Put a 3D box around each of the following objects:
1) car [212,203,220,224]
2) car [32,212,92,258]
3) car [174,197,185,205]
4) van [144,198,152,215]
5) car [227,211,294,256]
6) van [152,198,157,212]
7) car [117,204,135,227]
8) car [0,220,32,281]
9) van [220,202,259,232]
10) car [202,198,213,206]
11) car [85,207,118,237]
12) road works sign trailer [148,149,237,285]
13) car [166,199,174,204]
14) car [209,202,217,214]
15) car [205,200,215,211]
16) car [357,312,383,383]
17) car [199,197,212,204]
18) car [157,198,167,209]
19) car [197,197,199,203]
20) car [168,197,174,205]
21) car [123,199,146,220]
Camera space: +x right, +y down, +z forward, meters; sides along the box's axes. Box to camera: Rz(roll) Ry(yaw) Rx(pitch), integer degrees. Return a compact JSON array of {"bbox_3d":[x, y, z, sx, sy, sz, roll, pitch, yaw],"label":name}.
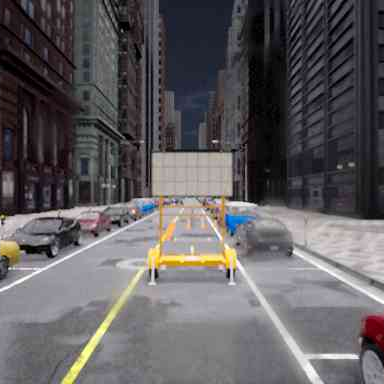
[{"bbox_3d":[2.783,1.769,24.636,2.008,1.369,4.403,0,-1,0],"label":"car"},{"bbox_3d":[-5.752,1.683,13.355,1.947,1.339,4.313,0,0,0],"label":"car"},{"bbox_3d":[-2.931,2.224,76.445,1.837,1.490,4.892,0,-1,0],"label":"car"},{"bbox_3d":[-5.733,1.664,35.903,1.690,1.788,3.998,0,-1,0],"label":"van"},{"bbox_3d":[2.773,1.667,13.364,2.008,1.369,4.403,0,-1,0],"label":"car"},{"bbox_3d":[-5.728,1.717,41.539,1.690,1.788,3.998,0,-1,0],"label":"van"},{"bbox_3d":[-5.742,1.784,24.628,1.947,1.339,4.313,0,-1,0],"label":"car"},{"bbox_3d":[-5.757,1.591,7.549,1.752,1.417,4.829,0,0,0],"label":"car"},{"bbox_3d":[2.777,1.508,19.002,1.690,1.788,3.998,0,-1,0],"label":"van"},{"bbox_3d":[2.803,1.974,47.180,1.887,1.381,4.507,0,-1,0],"label":"car"},{"bbox_3d":[-5.747,1.749,18.991,1.802,1.307,4.206,0,-1,0],"label":"car"},{"bbox_3d":[0.008,0.549,9.761,2.380,3.560,2.880,0,0,0],"label":"road works sign trailer"},{"bbox_3d":[-5.687,2.389,86.627,1.947,1.339,4.313,0,-1,0],"label":"car"},{"bbox_3d":[2.788,1.852,30.272,1.802,1.307,4.206,0,-1,0],"label":"car"},{"bbox_3d":[2.793,1.873,35.909,2.008,1.369,4.403,0,-1,0],"label":"car"},{"bbox_3d":[2.763,1.563,2.092,1.887,1.381,4.507,0,0,0],"label":"car"},{"bbox_3d":[2.812,1.854,58.454,2.192,1.841,5.009,0,-1,0],"label":"car"},{"bbox_3d":[-5.718,1.799,52.811,2.192,1.841,5.009,0,-1,0],"label":"car"},{"bbox_3d":[2.833,2.292,81.166,1.752,1.417,4.829,0,-1,0],"label":"car"},{"bbox_3d":[-5.697,2.252,75.355,1.887,1.381,4.507,0,-1,0],"label":"car"},{"bbox_3d":[-5.738,1.710,30.266,1.967,1.590,4.097,0,-1,0],"label":"car"}]
